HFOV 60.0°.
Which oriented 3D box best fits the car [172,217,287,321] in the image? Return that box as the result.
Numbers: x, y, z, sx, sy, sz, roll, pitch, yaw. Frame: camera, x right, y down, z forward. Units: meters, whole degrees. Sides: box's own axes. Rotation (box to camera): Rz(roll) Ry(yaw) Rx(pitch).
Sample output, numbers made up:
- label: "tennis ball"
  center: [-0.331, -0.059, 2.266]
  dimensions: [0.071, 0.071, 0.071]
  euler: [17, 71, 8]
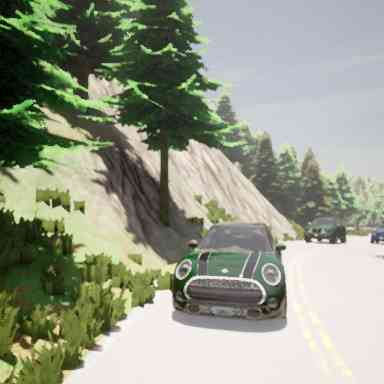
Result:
- label: "car"
  center: [1.075, 1.509, 7.809]
  dimensions: [2.097, 1.767, 4.553]
  euler: [0, -2, 14]

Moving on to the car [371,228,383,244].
- label: "car"
  center: [17.518, 3.994, 30.240]
  dimensions: [1.812, 1.442, 4.674]
  euler: [-1, -6, 37]

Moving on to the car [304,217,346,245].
- label: "car"
  center: [10.838, 3.080, 26.821]
  dimensions: [2.150, 2.045, 5.566]
  euler: [-1, -5, 37]
